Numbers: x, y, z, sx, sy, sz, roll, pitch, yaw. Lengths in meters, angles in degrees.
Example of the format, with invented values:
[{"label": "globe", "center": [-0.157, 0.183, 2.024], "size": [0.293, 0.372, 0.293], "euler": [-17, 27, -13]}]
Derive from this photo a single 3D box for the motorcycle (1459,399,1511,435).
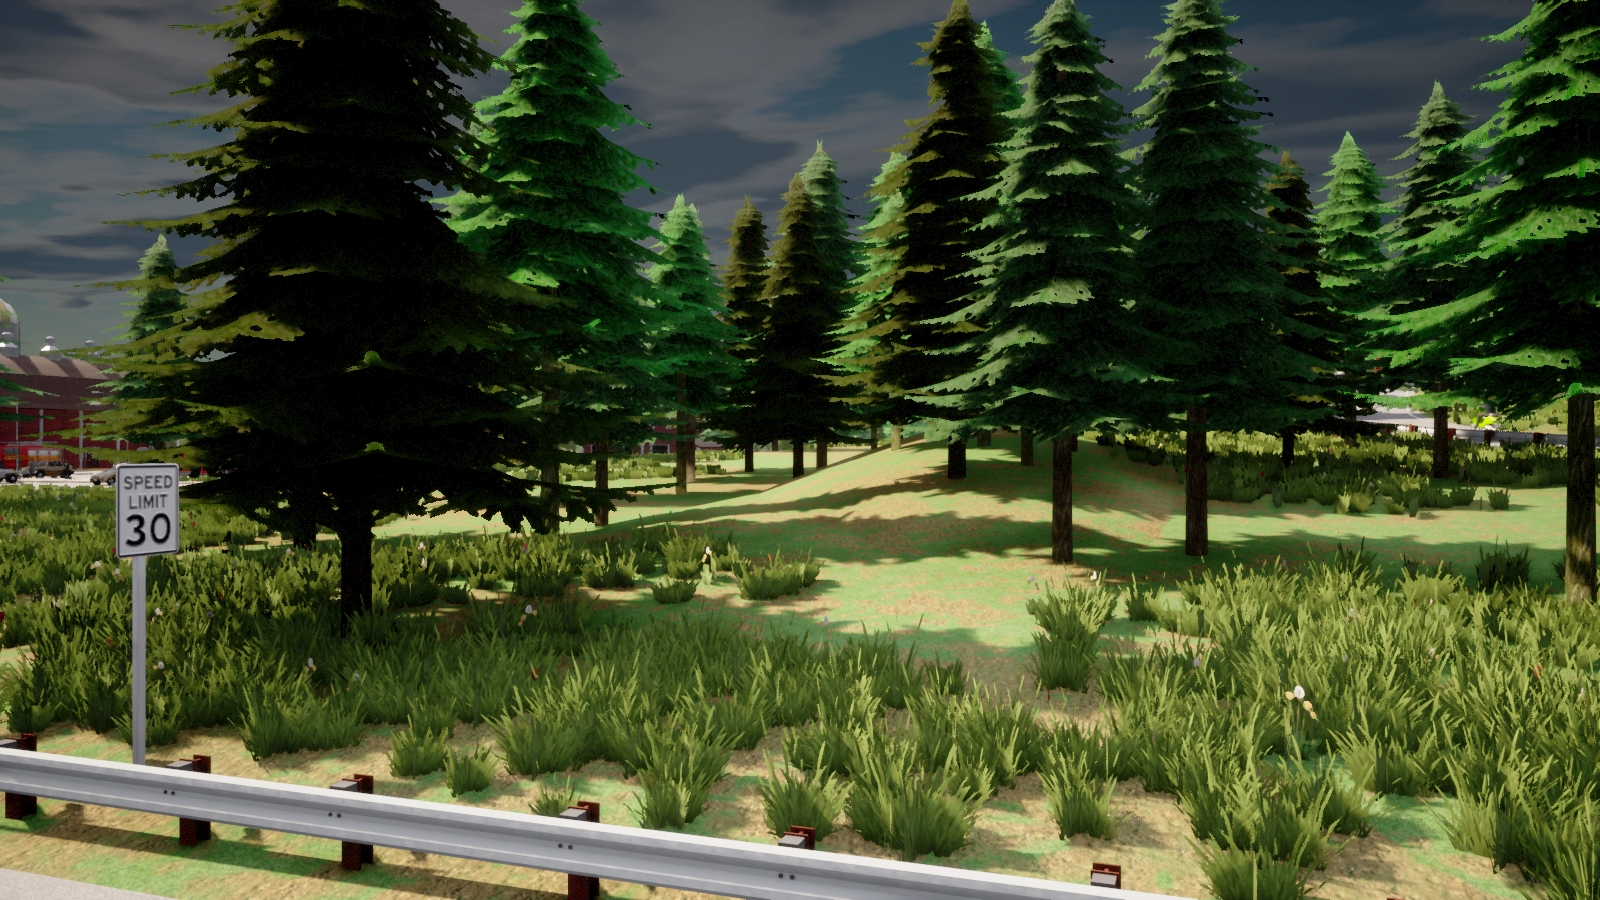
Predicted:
[{"label": "motorcycle", "center": [28.133, -1.372, 46.960], "size": [0.856, 1.316, 1.805], "euler": [3, 5, -2]}]
